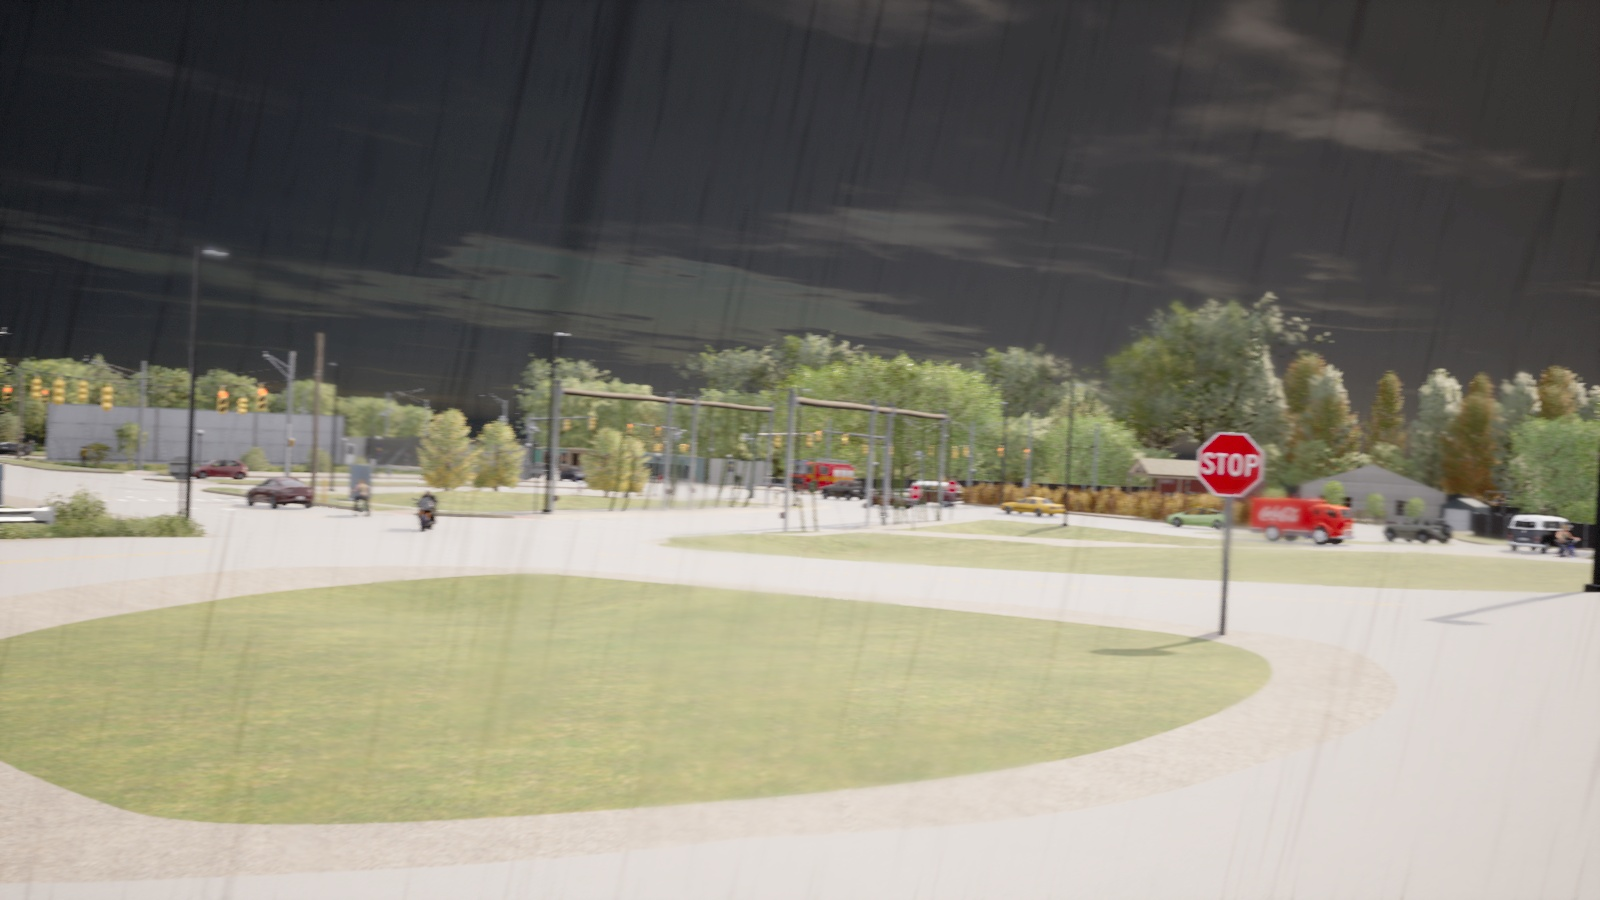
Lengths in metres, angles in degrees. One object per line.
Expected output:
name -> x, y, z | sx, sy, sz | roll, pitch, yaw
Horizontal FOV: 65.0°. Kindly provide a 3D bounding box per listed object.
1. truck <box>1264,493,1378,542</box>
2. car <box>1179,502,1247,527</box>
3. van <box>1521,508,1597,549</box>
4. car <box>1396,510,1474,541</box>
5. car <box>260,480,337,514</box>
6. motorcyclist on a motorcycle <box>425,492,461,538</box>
truck -> 29.079, 3.733, 70.179 | 2.627, 2.467, 5.204 | 3, -2, -42
car -> 29.794, 4.646, 90.647 | 4.514, 1.525, 2.007 | 3, 0, 21
van -> 41.727, 4.278, 68.998 | 4.480, 2.038, 2.069 | 2, 0, -38
car -> 42.416, 5.013, 83.979 | 1.932, 1.855, 4.605 | 3, -2, -19
car -> -24.013, 2.231, 60.057 | 1.812, 1.442, 4.674 | 2, -1, -44
motorcyclist on a motorcycle -> -12.883, 2.328, 45.343 | 0.866, 1.530, 2.191 | 2, -1, -7
